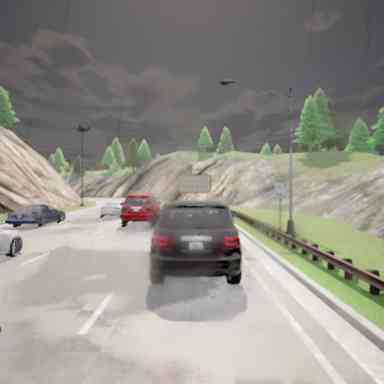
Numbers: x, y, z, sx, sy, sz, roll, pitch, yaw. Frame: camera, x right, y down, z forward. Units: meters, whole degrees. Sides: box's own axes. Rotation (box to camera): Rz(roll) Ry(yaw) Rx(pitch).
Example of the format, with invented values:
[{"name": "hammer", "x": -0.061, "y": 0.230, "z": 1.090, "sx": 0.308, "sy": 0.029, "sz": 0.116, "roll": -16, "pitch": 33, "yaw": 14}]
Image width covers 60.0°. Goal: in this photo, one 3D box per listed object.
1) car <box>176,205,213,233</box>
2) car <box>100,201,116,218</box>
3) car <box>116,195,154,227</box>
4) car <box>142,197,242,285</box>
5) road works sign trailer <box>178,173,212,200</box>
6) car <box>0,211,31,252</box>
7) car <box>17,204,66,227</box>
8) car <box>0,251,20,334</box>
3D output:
[{"name": "car", "x": 0.116, "y": 1.565, "z": 20.286, "sx": 1.994, "sy": 1.385, "sz": 4.181, "roll": 0, "pitch": 0, "yaw": -1}, {"name": "car", "x": -6.969, "y": 1.535, "z": 30.085, "sx": 1.812, "sy": 1.442, "sz": 4.674, "roll": 0, "pitch": 0, "yaw": -1}, {"name": "car", "x": -3.422, "y": 1.228, "z": 23.058, "sx": 2.150, "sy": 2.045, "sz": 5.566, "roll": 0, "pitch": 0, "yaw": 0}, {"name": "car", "x": 0.091, "y": 1.225, "z": 9.668, "sx": 2.150, "sy": 2.045, "sz": 5.566, "roll": 0, "pitch": 0, "yaw": 0}, {"name": "road works sign trailer", "x": 0.192, "y": 0.472, "z": 23.784, "sx": 2.380, "sy": 3.560, "sz": 2.880, "roll": 0, "pitch": 0, "yaw": 0}, {"name": "car", "x": -6.909, "y": 1.528, "z": 9.854, "sx": 1.812, "sy": 1.442, "sz": 4.674, "roll": 0, "pitch": 0, "yaw": 0}, {"name": "car", "x": -10.421, "y": 1.555, "z": 22.649, "sx": 2.033, "sy": 1.411, "sz": 5.357, "roll": 0, "pitch": 0, "yaw": 0}, {"name": "car", "x": -3.400, "y": 1.548, "z": 1.871, "sx": 2.033, "sy": 1.411, "sz": 5.357, "roll": 0, "pitch": 0, "yaw": 0}]
